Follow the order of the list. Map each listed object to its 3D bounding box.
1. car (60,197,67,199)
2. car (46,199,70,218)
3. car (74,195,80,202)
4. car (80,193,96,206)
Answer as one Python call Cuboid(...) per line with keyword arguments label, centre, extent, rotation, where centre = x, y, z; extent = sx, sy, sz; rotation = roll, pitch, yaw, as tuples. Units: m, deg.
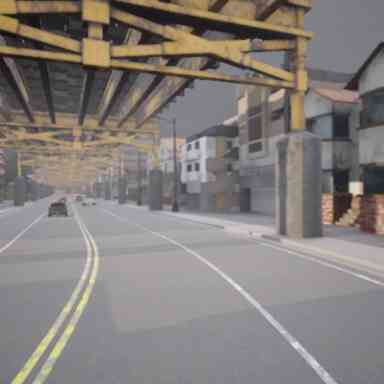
Cuboid(label="car", centre=(-27.635, 1.778, 71.599), extent=(1.837, 1.490, 4.892), rotation=(-1, 0, -21))
Cuboid(label="car", centre=(-13.512, 1.748, 33.664), extent=(1.837, 1.490, 4.892), rotation=(-1, 0, -21))
Cuboid(label="car", centre=(-27.003, 1.680, 80.476), extent=(1.994, 1.385, 4.181), rotation=(-1, 1, -21))
Cuboid(label="car", centre=(-19.767, 1.557, 64.071), extent=(2.150, 2.045, 5.566), rotation=(-1, 0, -21))
